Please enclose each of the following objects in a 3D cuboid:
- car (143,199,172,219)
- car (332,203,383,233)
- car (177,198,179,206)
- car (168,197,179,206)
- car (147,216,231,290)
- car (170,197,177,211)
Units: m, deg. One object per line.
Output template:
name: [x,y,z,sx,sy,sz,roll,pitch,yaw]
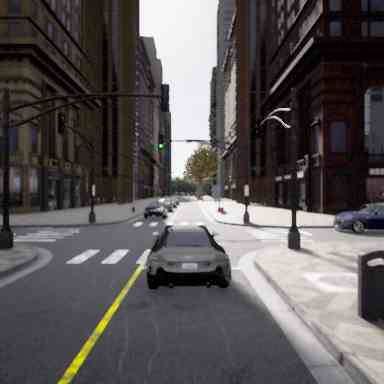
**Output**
car: [-3.236,1.630,30.518,2.033,1.411,5.357,0,0,-1]
car: [10.771,1.444,19.615,4.553,1.767,2.097,0,0,1]
car: [-3.300,1.698,50.592,2.033,1.411,5.357,0,0,0]
car: [-3.293,1.718,60.926,1.812,1.442,4.674,0,0,0]
car: [-0.164,1.589,9.236,1.994,1.385,4.181,0,0,-3]
car: [-3.283,1.605,40.279,2.128,1.511,4.902,0,0,0]
